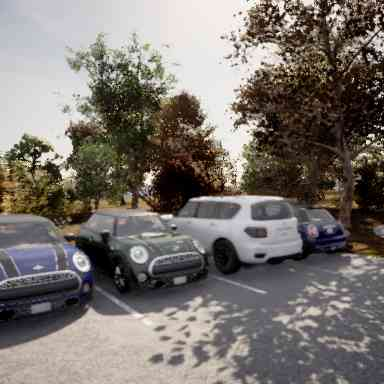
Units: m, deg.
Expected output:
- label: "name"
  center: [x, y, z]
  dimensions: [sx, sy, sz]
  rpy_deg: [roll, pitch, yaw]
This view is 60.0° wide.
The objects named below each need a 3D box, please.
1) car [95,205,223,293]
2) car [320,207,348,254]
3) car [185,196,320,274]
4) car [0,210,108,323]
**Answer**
- label: "car"
  center: [-1.550, 1.307, 8.984]
  dimensions: [2.185, 1.767, 4.553]
  rpy_deg: [-1, 1, -35]
- label: "car"
  center: [3.128, 1.238, 12.232]
  dimensions: [2.185, 1.767, 4.553]
  rpy_deg: [-1, 1, -35]
- label: "car"
  center: [0.822, 1.146, 10.667]
  dimensions: [2.435, 2.045, 5.566]
  rpy_deg: [-1, 0, -35]
- label: "car"
  center: [-3.820, 1.342, 7.371]
  dimensions: [2.185, 1.767, 4.553]
  rpy_deg: [-1, 1, -35]
